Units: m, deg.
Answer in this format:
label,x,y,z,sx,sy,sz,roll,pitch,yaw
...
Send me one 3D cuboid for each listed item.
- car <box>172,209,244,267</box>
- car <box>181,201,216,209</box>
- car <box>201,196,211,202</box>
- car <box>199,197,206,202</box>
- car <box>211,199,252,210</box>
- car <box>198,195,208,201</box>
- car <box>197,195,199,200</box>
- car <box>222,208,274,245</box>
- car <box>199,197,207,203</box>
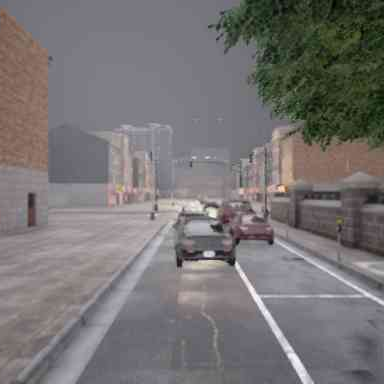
label,x,y,z,sx,sy,sz,roll,pitch,yaw
car,0.301,1.546,11.480,1.812,1.442,4.674,0,0,-4
car,0.081,1.532,19.815,2.128,1.511,4.902,0,0,0
car,2.651,1.676,47.354,1.887,1.381,4.507,1,0,0
car,2.654,1.898,85.415,1.802,1.307,4.206,0,0,0
car,2.651,1.358,20.925,2.192,1.841,5.009,1,0,0
car,2.652,1.747,63.666,1.887,1.381,4.507,1,0,0
car,2.655,1.543,69.104,2.192,1.841,5.009,1,0,0
car,2.648,1.612,15.475,1.802,1.307,4.206,1,0,0
car,2.654,1.868,79.978,1.802,1.307,4.206,0,0,0
